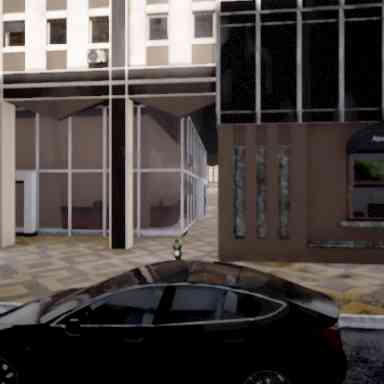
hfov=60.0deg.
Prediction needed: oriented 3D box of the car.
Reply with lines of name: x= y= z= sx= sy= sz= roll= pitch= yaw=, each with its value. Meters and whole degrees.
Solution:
car: x=-0.452 y=1.566 z=4.062 sx=4.313 sy=1.339 sz=1.947 roll=0 pitch=0 yaw=6
